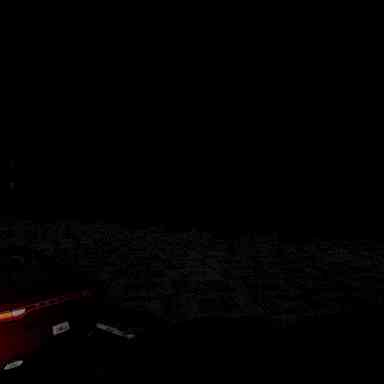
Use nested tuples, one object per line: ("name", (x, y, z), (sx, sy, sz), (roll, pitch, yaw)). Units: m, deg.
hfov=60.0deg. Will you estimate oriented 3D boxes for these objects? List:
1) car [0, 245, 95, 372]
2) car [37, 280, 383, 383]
("car", (-3.432, 1.545, 5.399), (4.507, 1.381, 1.887), (0, 0, 35))
("car", (1.163, 1.545, 2.136), (4.507, 1.381, 1.887), (0, 0, 35))
